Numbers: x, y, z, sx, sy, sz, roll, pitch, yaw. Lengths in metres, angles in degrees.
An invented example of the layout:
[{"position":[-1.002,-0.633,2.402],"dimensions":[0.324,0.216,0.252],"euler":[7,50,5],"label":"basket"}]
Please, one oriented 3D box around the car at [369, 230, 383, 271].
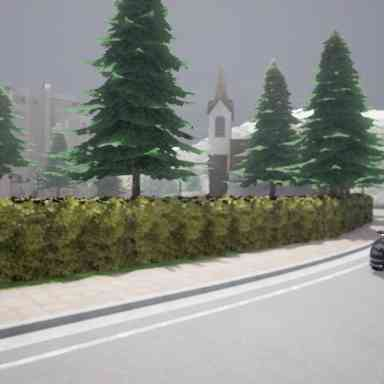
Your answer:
[{"position":[7.051,1.563,10.104],"dimensions":[4.892,1.490,1.837],"euler":[1,0,-43],"label":"car"}]
